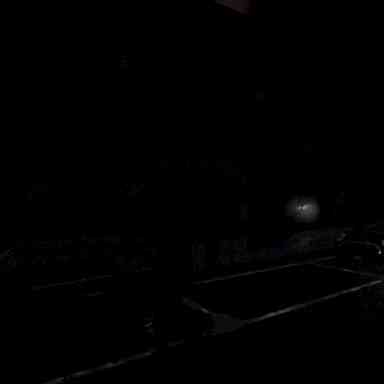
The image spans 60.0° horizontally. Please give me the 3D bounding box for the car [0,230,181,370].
[{"bbox_3d":[-2.270,1.445,4.915,4.097,1.590,1.967,0,0,-36],"label":"car"}]

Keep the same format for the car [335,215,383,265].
[{"bbox_3d":[6.685,1.501,11.308,4.097,1.590,1.967,0,0,-36],"label":"car"}]
